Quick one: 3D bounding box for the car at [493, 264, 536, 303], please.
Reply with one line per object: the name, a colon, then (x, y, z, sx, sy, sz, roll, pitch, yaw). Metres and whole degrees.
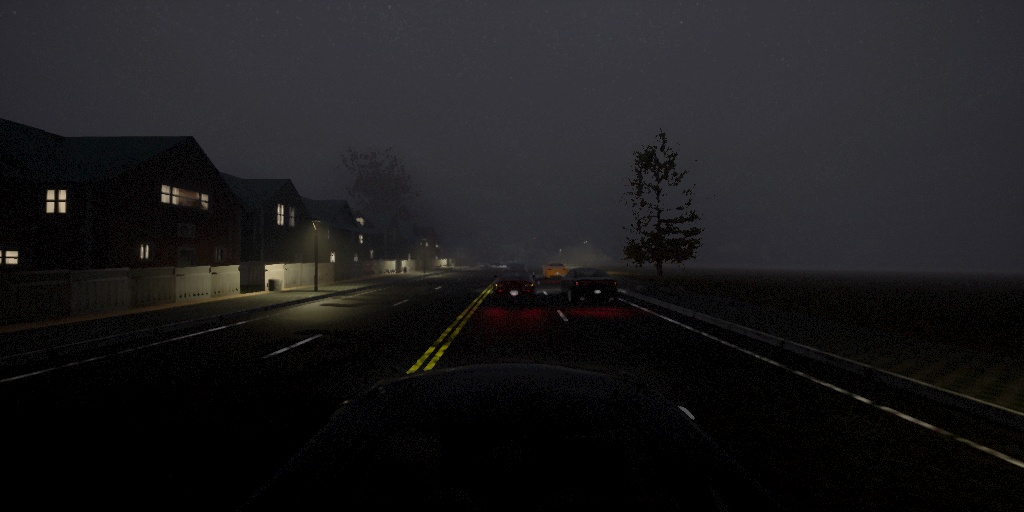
car: (0.122, 1.288, 16.462, 1.812, 1.442, 4.674, 0, 0, 1)

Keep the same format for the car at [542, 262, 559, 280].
car: (3.739, 1.249, 31.327, 1.882, 1.535, 5.008, 0, 0, 2)

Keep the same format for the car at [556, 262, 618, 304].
car: (3.372, 1.239, 16.409, 1.882, 1.535, 5.008, 0, 0, 1)

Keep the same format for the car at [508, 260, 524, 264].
car: (0.490, 1.300, 31.434, 1.812, 1.442, 4.674, 0, 0, 2)
